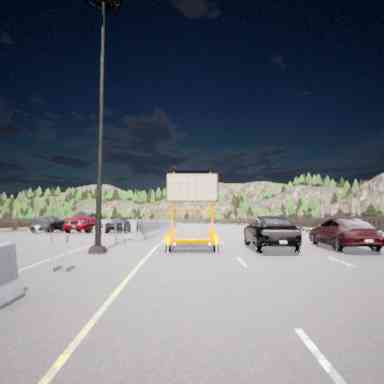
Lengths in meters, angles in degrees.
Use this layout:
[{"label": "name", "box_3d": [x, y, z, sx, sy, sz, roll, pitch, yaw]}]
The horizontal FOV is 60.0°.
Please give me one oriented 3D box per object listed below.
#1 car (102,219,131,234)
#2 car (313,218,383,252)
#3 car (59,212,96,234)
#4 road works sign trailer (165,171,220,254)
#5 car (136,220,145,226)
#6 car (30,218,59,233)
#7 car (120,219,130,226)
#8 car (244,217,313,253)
[{"label": "car", "box_3d": [-7.085, 3.248, 31.894, 2.033, 1.411, 5.357, 0, -5, 0]}, {"label": "car", "box_3d": [7.107, 1.943, 15.647, 1.812, 1.442, 4.674, 0, -3, 0]}, {"label": "car", "box_3d": [-10.584, 2.977, 32.566, 2.150, 2.045, 5.566, 0, -5, 0]}, {"label": "road works sign trailer", "box_3d": [0.007, 0.849, 15.151, 2.380, 3.560, 2.880, 0, -3, 0]}, {"label": "car", "box_3d": [-11.135, 6.677, 72.579, 1.895, 1.301, 4.718, 0, -5, -5]}, {"label": "car", "box_3d": [-14.082, 3.257, 32.683, 2.128, 1.511, 4.902, 0, -5, 0]}, {"label": "car", "box_3d": [-14.796, 6.666, 73.680, 1.837, 1.490, 4.892, 1, -5, -8]}, {"label": "car", "box_3d": [3.607, 1.903, 15.554, 2.128, 1.511, 4.902, 0, -3, 0]}]
